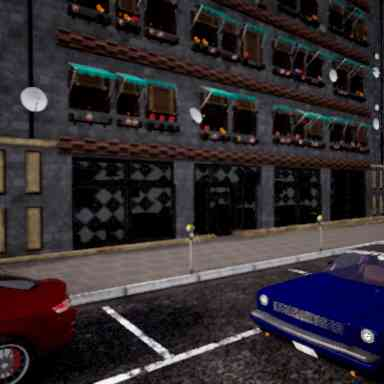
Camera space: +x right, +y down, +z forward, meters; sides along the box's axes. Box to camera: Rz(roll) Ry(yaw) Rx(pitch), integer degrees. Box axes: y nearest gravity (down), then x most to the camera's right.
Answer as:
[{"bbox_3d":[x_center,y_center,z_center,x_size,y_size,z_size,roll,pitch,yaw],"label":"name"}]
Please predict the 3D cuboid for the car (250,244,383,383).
[{"bbox_3d":[3.173,1.601,5.327,4.718,1.301,1.895,0,0,-35],"label":"car"}]

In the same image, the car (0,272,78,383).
[{"bbox_3d":[-3.461,1.582,3.641,4.206,1.307,1.802,0,-1,-35],"label":"car"}]
